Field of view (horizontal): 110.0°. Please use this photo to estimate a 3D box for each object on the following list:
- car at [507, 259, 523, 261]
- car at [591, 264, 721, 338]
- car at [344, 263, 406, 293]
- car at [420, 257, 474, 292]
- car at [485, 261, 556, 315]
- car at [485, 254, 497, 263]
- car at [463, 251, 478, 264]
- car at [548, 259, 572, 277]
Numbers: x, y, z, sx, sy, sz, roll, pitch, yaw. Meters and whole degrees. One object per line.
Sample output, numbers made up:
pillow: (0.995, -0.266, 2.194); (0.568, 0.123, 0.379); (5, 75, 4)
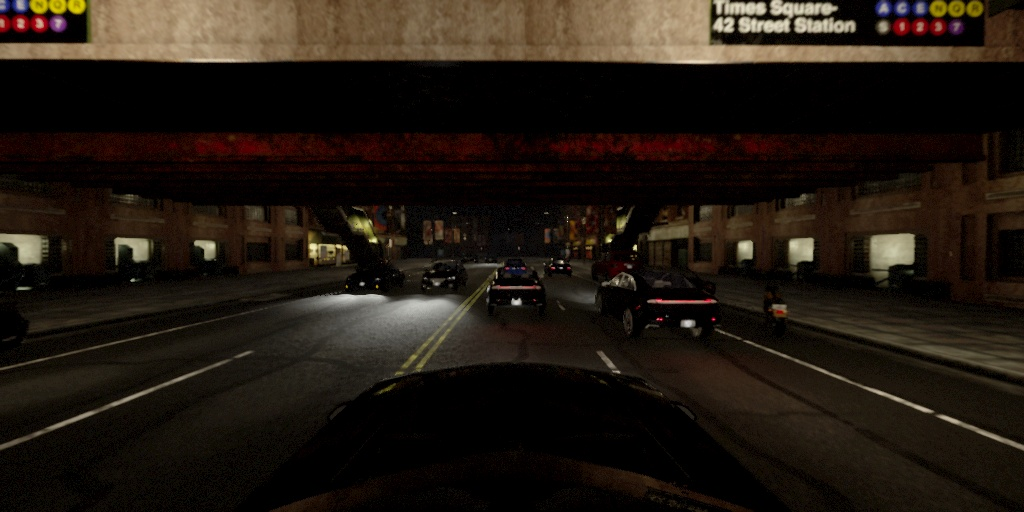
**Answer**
car: (0.230, 0.924, 29.741); (2.033, 1.411, 5.357); (0, 1, 0)
car: (3.626, 1.134, 9.765); (2.128, 1.511, 4.902); (0, 1, 0)
car: (-7.003, 1.087, 18.733); (1.994, 1.385, 4.181); (0, 1, 0)
car: (-3.499, 1.009, 19.191); (2.128, 1.511, 4.902); (0, 1, 0)
car: (0.153, 1.095, 12.725); (2.128, 1.511, 4.902); (0, 1, 1)
car: (-3.435, 0.471, 59.593); (2.128, 1.511, 4.902); (0, 1, 1)
car: (-6.919, 0.190, 60.298); (2.150, 2.045, 5.566); (0, 1, 1)
car: (3.730, 0.924, 29.716); (2.033, 1.411, 5.357); (0, 1, 0)
